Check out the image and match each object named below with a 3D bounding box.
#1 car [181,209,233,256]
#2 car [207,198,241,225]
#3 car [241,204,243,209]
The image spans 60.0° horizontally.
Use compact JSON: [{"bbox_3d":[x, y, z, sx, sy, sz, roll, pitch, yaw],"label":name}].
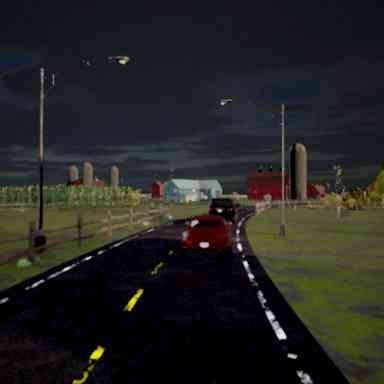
[{"bbox_3d":[0.672,1.659,13.705,1.812,1.442,4.674,0,0,6],"label":"car"},{"bbox_3d":[2.553,1.492,27.081,2.150,2.045,5.566,0,0,11],"label":"car"},{"bbox_3d":[6.414,2.118,51.167,1.895,1.301,4.718,0,-1,20],"label":"car"}]
